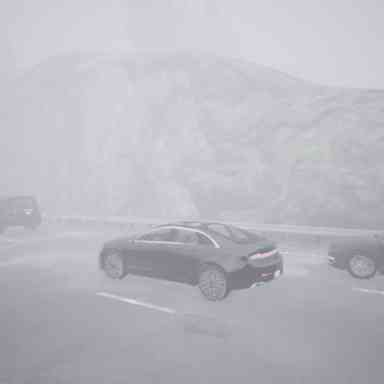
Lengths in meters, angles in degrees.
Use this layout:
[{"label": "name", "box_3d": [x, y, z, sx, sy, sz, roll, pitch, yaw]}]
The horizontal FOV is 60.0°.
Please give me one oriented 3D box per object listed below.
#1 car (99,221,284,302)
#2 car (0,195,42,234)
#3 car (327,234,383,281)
[{"label": "car", "box_3d": [-0.238, 1.478, 8.250, 4.902, 1.511, 2.128, 0, 0, 34]}, {"label": "car", "box_3d": [-11.018, 1.208, 18.993, 5.566, 2.045, 2.150, 0, 0, 29]}, {"label": "car", "box_3d": [5.972, 1.481, 8.221, 4.892, 1.490, 1.837, 0, 0, 36]}]
